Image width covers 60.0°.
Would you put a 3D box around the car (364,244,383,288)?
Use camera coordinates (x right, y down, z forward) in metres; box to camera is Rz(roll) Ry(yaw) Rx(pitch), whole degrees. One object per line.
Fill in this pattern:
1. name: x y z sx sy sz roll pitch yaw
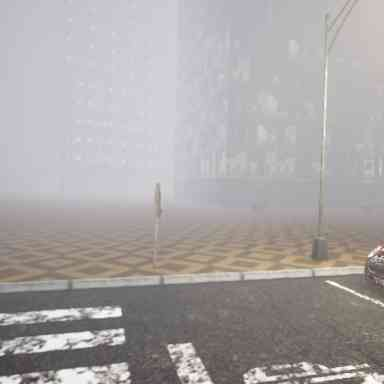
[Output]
1. car: 6.102 1.470 7.594 4.097 1.590 1.967 1 1 -15
